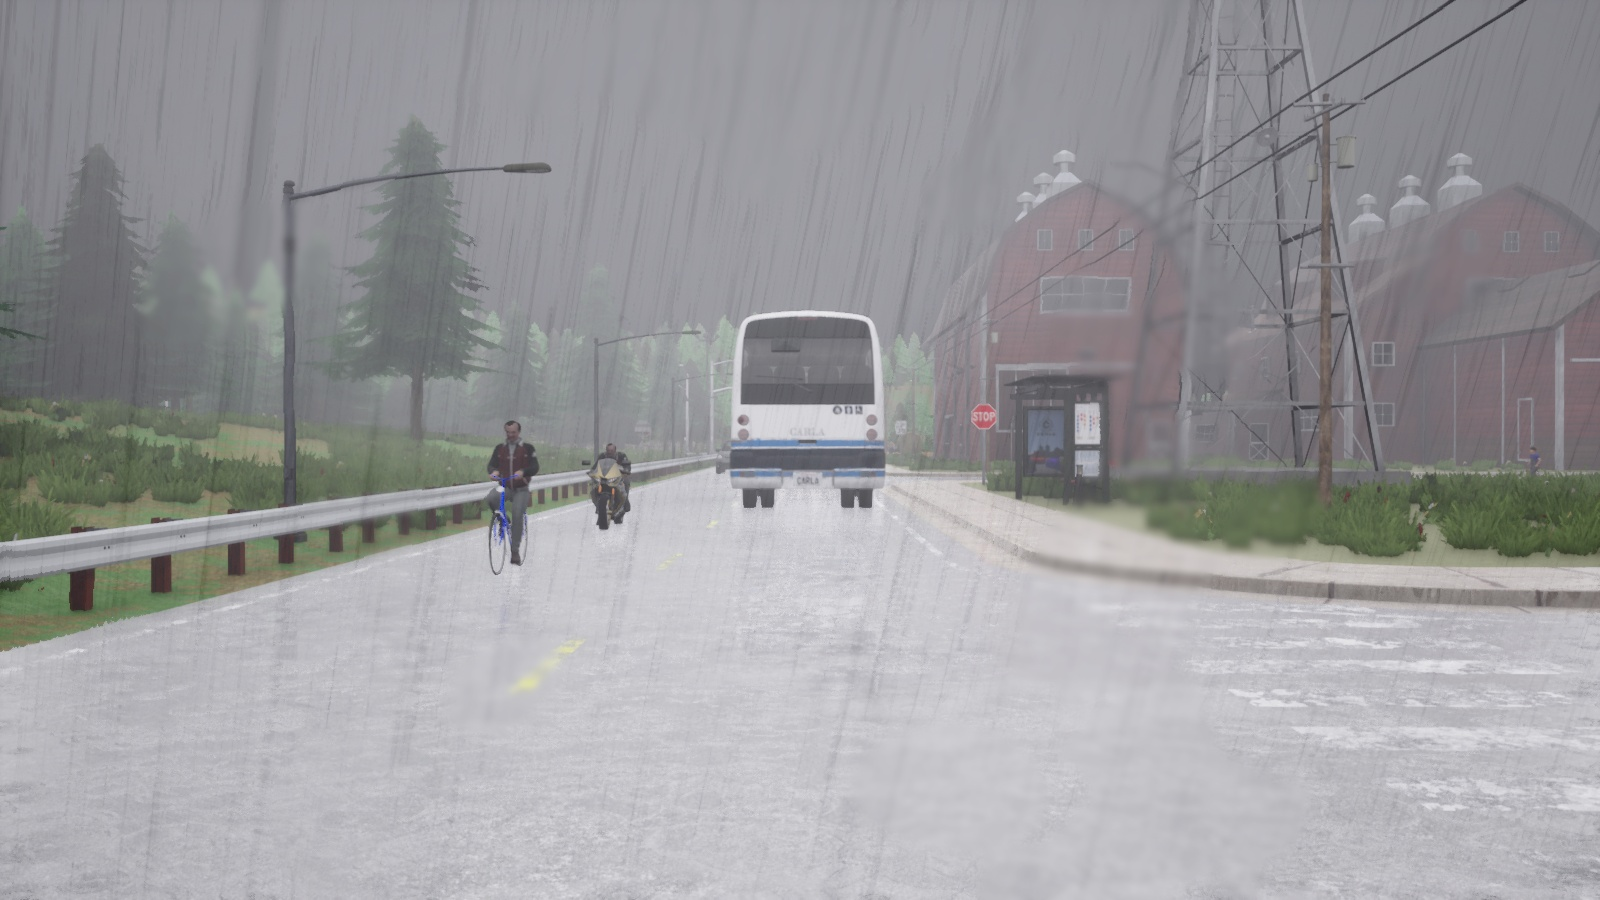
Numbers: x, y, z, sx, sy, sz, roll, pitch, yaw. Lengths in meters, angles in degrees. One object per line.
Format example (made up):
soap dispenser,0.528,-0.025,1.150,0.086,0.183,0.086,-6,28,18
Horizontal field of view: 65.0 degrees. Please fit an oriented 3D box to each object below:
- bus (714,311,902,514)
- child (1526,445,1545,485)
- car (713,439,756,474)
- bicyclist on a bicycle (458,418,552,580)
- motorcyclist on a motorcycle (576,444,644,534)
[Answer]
bus,0.190,-0.810,31.556,3.944,4.253,10.273,0,0,0
child,23.408,0.472,39.983,0.437,1.263,0.270,0,0,0
car,-3.148,0.292,61.224,1.851,1.617,3.988,0,0,0
bicyclist on a bicycle,-3.404,0.531,14.646,0.659,1.776,1.843,0,0,0
motorcyclist on a motorcycle,-3.361,0.651,22.425,0.866,1.530,2.191,0,0,0
